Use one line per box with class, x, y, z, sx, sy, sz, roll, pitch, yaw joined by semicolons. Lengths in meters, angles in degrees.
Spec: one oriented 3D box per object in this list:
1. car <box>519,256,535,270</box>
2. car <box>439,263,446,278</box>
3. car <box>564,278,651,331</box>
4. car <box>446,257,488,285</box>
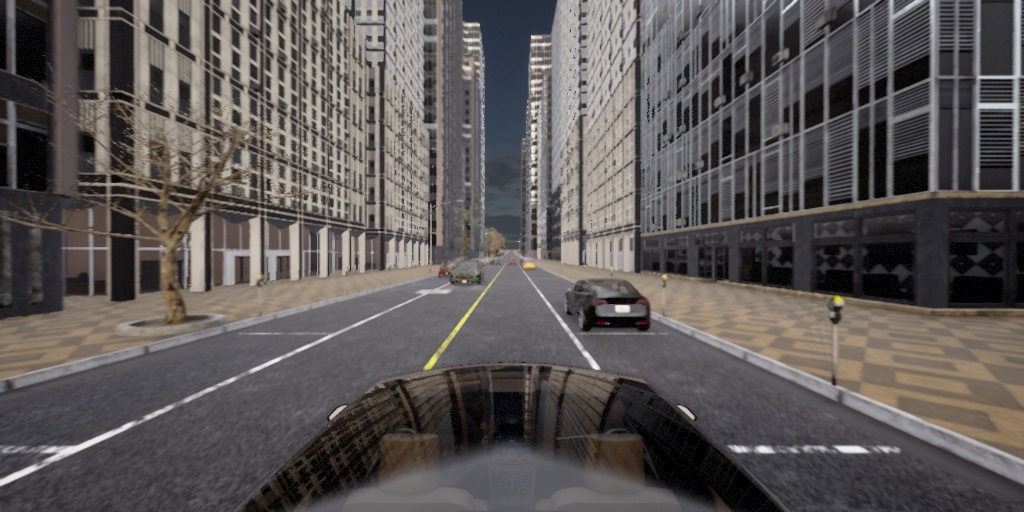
car;2.345;1.138;51.083;1.801;1.575;5.366;0;0;0
car;-5.693;1.257;33.569;1.888;1.381;4.507;0;0;0
car;2.689;1.308;10.773;1.948;1.339;4.313;0;0;0
car;-3.099;1.076;25.628;2.097;1.767;4.553;0;0;0
